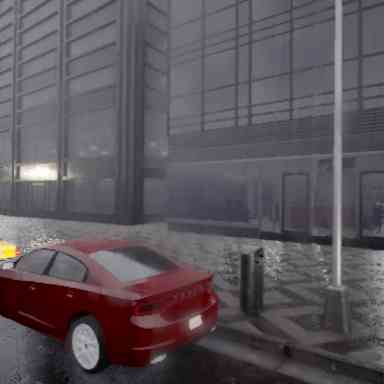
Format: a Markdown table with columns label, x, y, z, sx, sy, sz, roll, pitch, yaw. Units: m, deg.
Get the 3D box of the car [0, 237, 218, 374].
| label | x | y | z | sx | sy | sz | roll | pitch | yaw |
| --- | --- | --- | --- | --- | --- | --- | --- | --- | --- |
| car | -1.937 | 1.548 | 5.817 | 5.008 | 1.535 | 1.882 | 0 | -1 | 37 |
